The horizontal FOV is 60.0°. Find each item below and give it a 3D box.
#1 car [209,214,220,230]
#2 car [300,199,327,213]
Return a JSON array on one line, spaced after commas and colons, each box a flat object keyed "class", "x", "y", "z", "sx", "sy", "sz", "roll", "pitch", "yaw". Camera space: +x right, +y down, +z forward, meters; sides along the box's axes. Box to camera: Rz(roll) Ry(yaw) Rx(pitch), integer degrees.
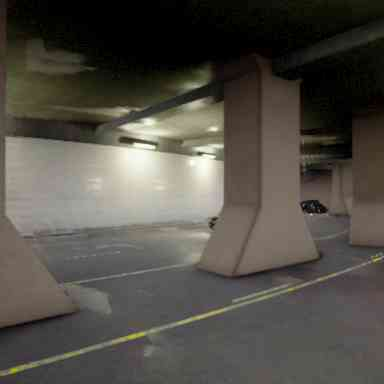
[{"class": "car", "x": 3.044, "y": 1.654, "z": 21.026, "sx": 1.837, "sy": 1.490, "sz": 4.892, "roll": 0, "pitch": 0, "yaw": 42}, {"class": "car", "x": 14.869, "y": 1.657, "z": 41.116, "sx": 2.097, "sy": 1.767, "sz": 4.553, "roll": 0, "pitch": 0, "yaw": 0}]
